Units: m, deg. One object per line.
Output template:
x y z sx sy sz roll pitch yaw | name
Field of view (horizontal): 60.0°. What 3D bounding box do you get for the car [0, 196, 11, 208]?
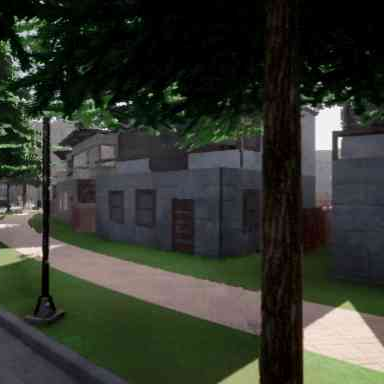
-27.530 1.467 46.654 2.097 1.767 4.553 0 0 -1 | car
